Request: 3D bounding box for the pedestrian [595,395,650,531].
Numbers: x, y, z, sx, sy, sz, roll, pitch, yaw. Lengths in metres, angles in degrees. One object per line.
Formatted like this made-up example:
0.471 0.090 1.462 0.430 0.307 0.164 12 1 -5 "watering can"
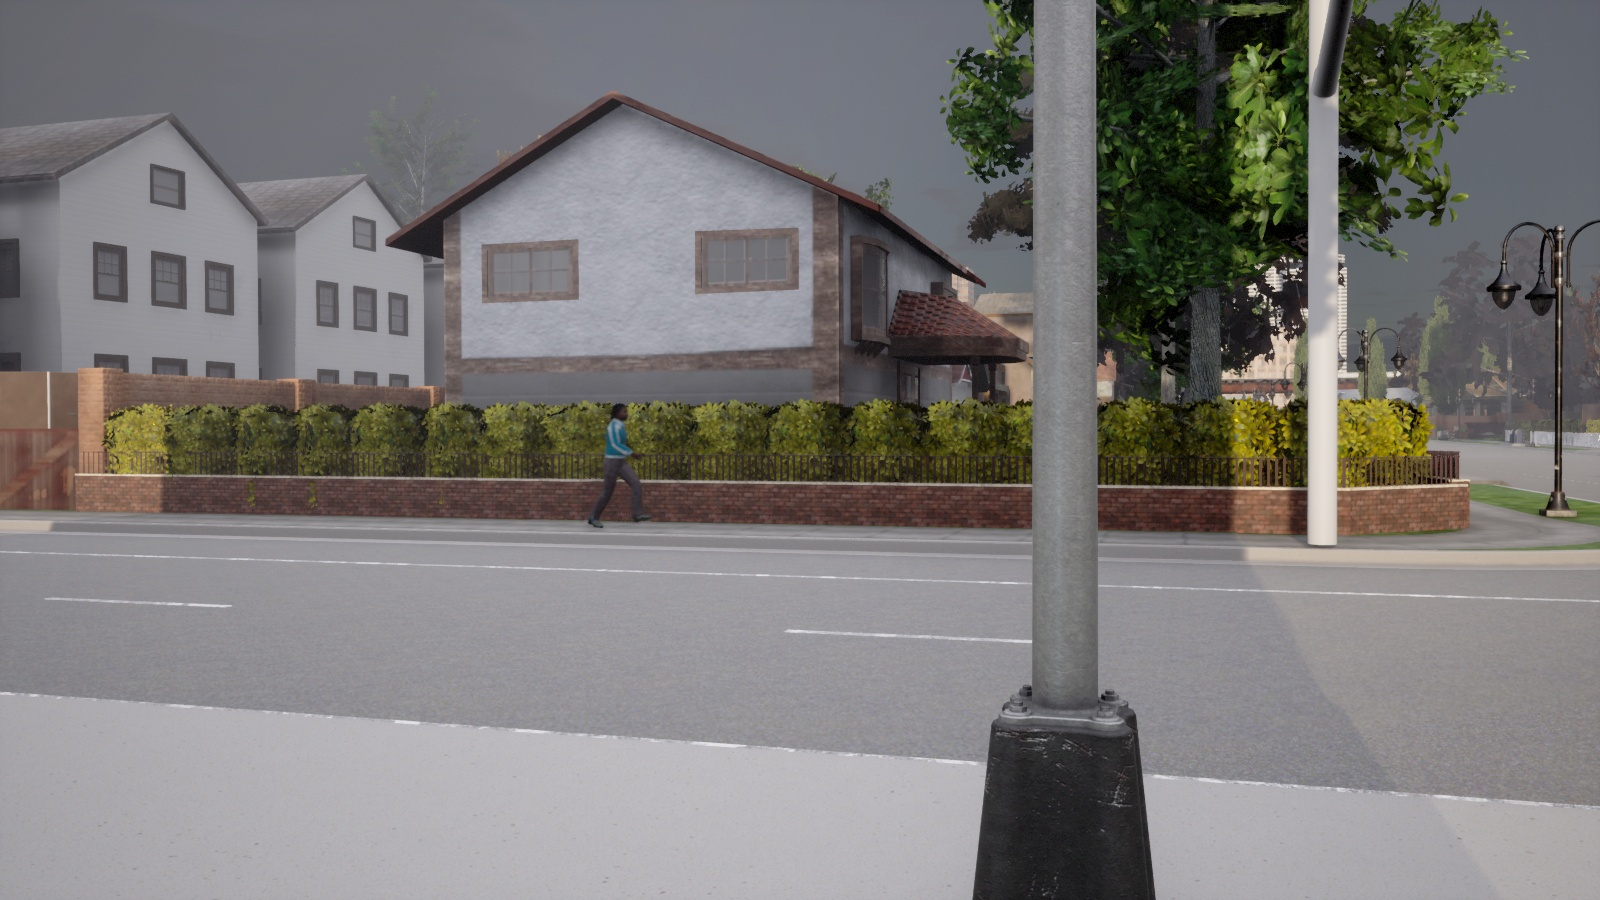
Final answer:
-2.573 0.180 18.203 0.692 1.930 0.396 0 1 16 "pedestrian"
